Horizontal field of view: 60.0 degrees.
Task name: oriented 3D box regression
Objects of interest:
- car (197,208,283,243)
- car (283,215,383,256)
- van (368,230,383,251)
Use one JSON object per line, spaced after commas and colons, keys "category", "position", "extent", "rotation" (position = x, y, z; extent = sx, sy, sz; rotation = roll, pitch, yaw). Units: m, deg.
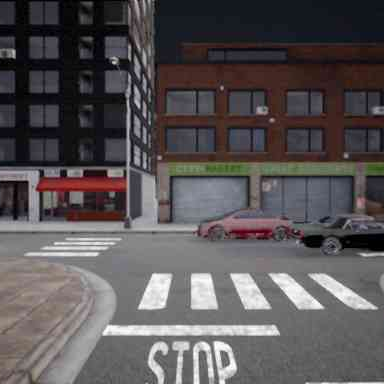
{"category": "car", "position": [2.318, 1.417, 14.765], "extent": [4.181, 1.385, 1.994], "rotation": [0, 0, 0]}
{"category": "car", "position": [5.947, 1.465, 11.810], "extent": [4.718, 1.301, 1.895], "rotation": [0, 0, 0]}
{"category": "van", "position": [2.640, 1.327, 1.351], "extent": [1.690, 1.788, 3.998], "rotation": [0, 1, 0]}
